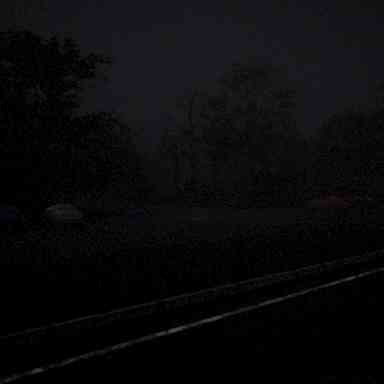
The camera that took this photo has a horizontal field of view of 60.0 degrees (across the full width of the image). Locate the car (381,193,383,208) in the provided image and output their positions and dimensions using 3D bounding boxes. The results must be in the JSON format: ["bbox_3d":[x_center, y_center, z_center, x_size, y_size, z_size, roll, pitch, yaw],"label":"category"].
[{"bbox_3d":[21.863,1.242,42.100,2.002,1.452,4.674,0,0,-35],"label":"car"}]

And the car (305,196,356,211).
[{"bbox_3d":[15.063,1.224,37.246,2.097,1.535,5.008,0,0,-35],"label":"car"}]

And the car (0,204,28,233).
[{"bbox_3d":[-10.710,1.438,18.904,2.097,1.535,5.008,0,0,-35],"label":"car"}]

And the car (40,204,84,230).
[{"bbox_3d":[-8.140,1.456,20.724,2.002,1.452,4.674,0,0,-35],"label":"car"}]

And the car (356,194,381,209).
[{"bbox_3d":[19.592,1.205,40.485,2.097,1.535,5.008,0,0,-35],"label":"car"}]
